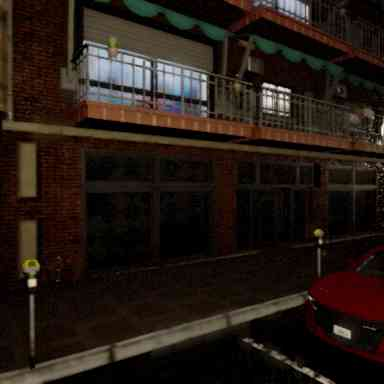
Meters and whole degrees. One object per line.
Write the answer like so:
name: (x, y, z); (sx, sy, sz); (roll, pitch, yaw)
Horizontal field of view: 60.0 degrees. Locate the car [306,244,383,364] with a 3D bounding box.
car: (3.745, 1.522, 5.485); (4.507, 1.381, 1.887); (0, 0, -35)
